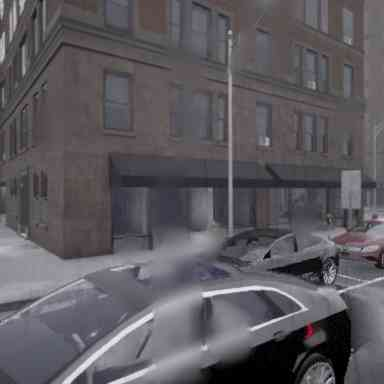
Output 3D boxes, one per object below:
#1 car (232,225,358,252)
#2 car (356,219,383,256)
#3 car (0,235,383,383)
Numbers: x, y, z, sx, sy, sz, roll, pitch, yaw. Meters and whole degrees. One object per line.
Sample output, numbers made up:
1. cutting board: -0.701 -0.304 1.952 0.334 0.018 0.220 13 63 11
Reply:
1. car: 1.701 1.560 7.748 4.313 1.339 1.947 0 0 -35
2. car: 6.180 1.570 10.942 4.206 1.307 1.802 0 0 -35
3. car: -0.497 1.490 3.016 4.902 1.511 2.128 0 0 -35
